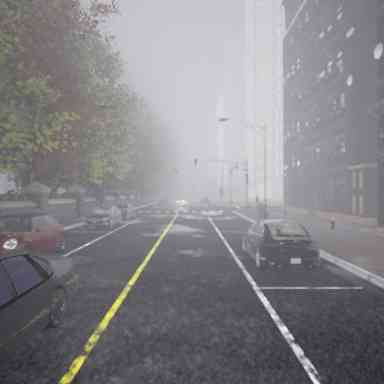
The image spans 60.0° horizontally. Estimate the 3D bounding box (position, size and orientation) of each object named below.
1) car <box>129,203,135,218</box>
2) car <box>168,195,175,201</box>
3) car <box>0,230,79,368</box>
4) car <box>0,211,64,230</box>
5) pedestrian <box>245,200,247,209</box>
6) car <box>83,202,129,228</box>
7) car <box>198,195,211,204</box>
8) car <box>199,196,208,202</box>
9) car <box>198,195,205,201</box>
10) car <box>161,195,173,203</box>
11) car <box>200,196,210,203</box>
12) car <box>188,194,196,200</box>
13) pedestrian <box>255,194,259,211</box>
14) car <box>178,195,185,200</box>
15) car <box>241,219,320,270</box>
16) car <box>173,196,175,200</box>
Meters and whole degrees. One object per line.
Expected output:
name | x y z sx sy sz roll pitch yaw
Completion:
car | -5.817 1.558 27.406 1.887 1.381 4.507 0 0 0
car | -5.687 1.627 93.318 1.752 1.417 4.829 0 0 0
car | -3.101 1.549 4.194 2.033 1.411 5.357 0 0 0
car | -5.688 1.445 10.791 1.967 1.590 4.097 0 0 0
pedestrian | 6.135 1.535 37.880 0.500 1.100 0.500 0 0 0
car | -5.766 1.561 21.866 2.008 1.369 4.403 0 0 0
car | 2.692 1.620 65.325 1.947 1.339 4.313 0 0 0
car | 2.692 1.637 76.590 1.947 1.339 4.313 0 0 0
car | 2.693 1.646 93.488 1.887 1.381 4.507 0 0 0
car | -5.688 1.645 70.957 1.802 1.307 4.206 0 0 0
car | 2.692 1.628 70.957 1.947 1.339 4.313 0 0 0
car | 0.000 1.611 88.891 1.895 1.301 4.718 0 0 0
pedestrian | 7.135 1.124 36.682 0.375 1.860 0.375 0 0 0
car | -2.999 1.612 93.481 2.128 1.511 4.902 0 0 0
car | 2.692 1.555 10.793 2.008 1.369 4.403 0 0 0
car | -5.688 1.521 82.223 1.967 1.590 4.097 0 0 0
